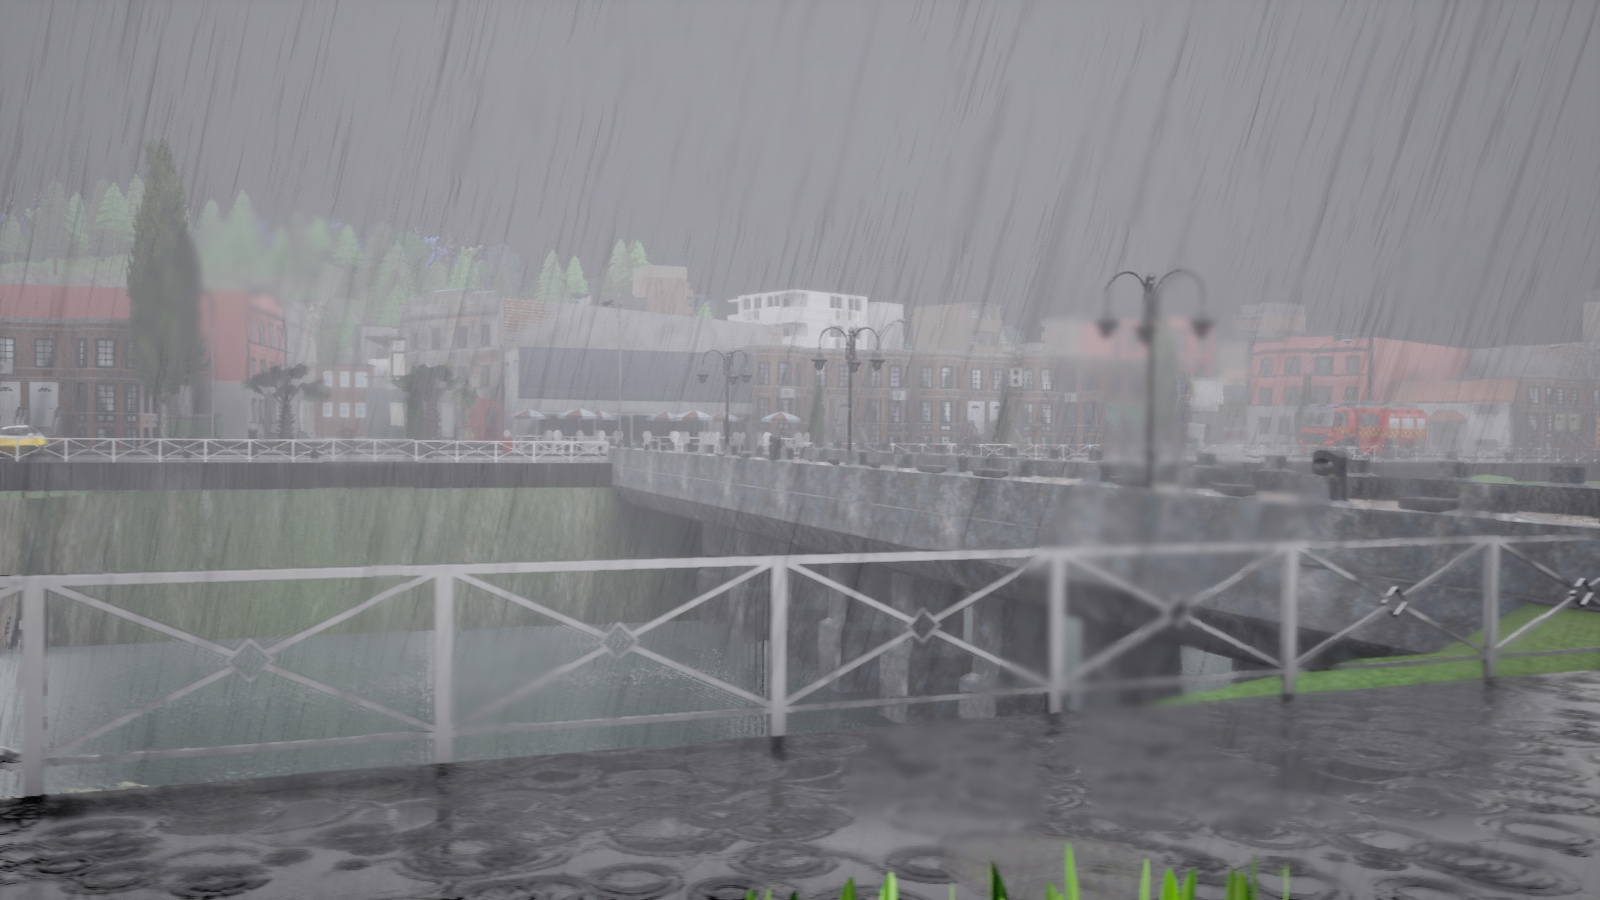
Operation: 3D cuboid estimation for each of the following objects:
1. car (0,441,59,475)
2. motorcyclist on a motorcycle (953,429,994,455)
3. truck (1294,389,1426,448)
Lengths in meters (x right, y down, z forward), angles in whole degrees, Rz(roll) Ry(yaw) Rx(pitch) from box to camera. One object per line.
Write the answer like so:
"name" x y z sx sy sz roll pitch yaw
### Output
"car" -32.734 0.344 53.031 2.207 1.376 1.481 -1 1 -21
"motorcyclist on a motorcycle" 10.175 -0.475 73.613 2.191 1.530 0.866 -1 1 -21
"truck" 37.475 -2.138 83.972 8.468 3.827 2.891 -1 1 -21
